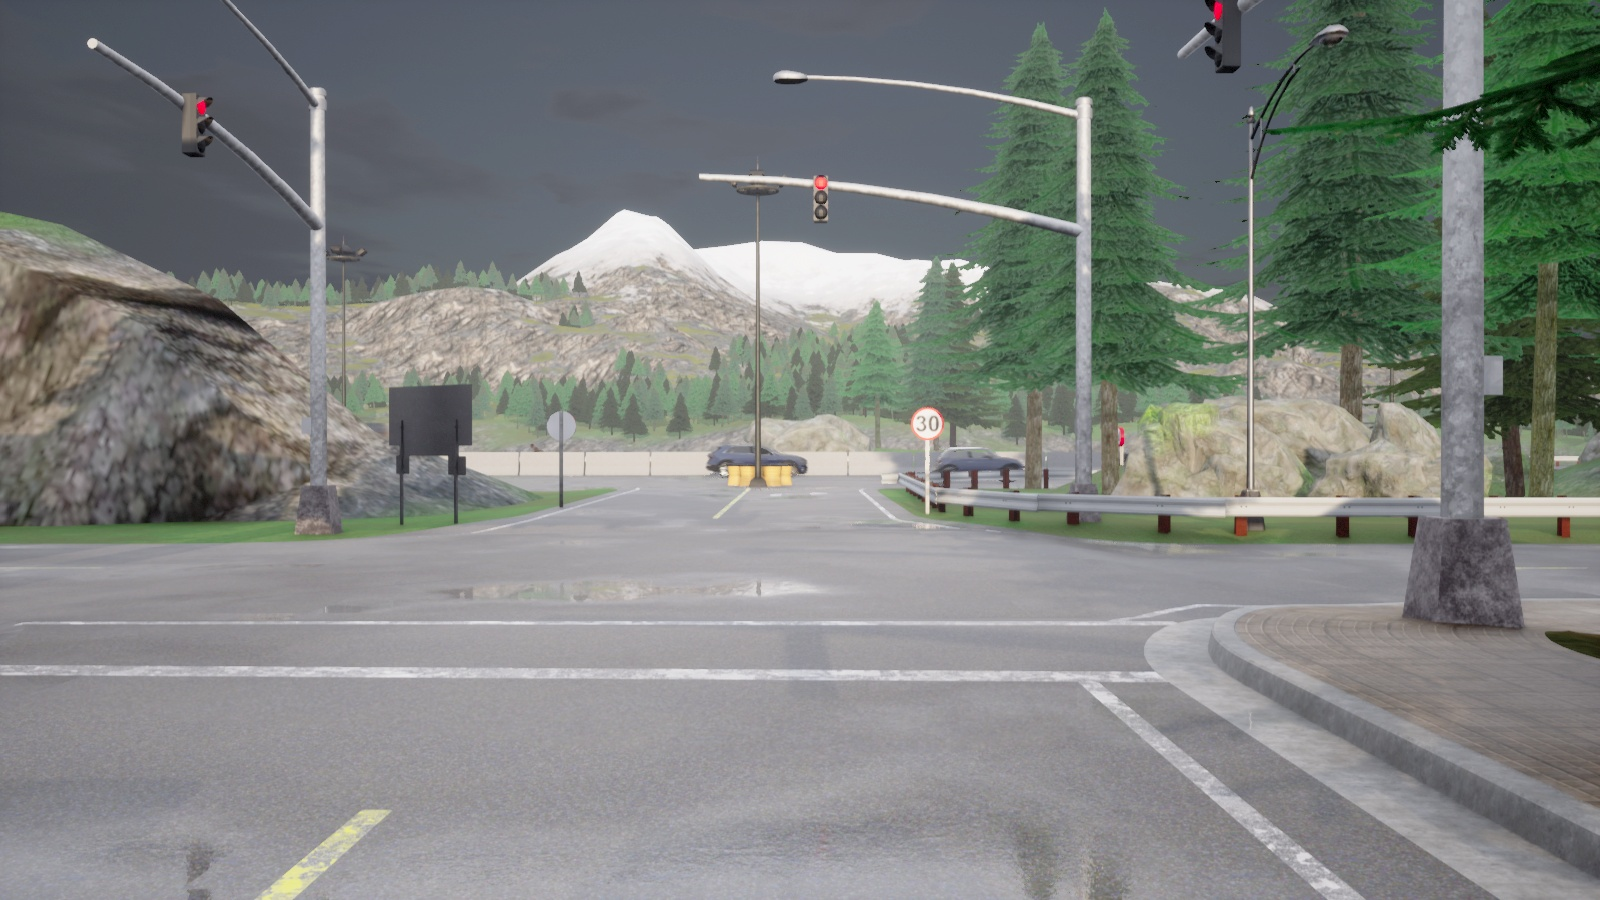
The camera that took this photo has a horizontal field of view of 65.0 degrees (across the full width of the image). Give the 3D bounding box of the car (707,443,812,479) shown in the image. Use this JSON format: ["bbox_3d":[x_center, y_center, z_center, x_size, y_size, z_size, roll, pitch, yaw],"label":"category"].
[{"bbox_3d":[-1.880,0.514,59.194,4.856,1.649,2.033,0,0,0],"label":"car"}]

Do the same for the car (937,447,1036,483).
[{"bbox_3d":[7.699,0.601,52.127,3.806,1.475,1.970,0,0,0],"label":"car"}]
